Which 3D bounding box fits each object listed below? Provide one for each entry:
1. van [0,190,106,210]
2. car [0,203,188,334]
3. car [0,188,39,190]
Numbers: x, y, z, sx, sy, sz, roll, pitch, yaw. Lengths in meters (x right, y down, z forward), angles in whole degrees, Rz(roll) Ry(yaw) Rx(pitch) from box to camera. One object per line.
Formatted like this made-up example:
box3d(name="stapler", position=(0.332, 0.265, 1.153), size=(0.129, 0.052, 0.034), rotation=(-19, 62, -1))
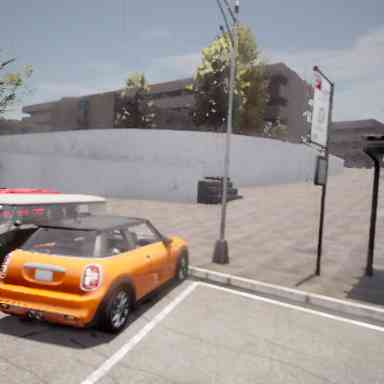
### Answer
box3d(name="van", position=(-4.018, 1.055, 8.777), size=(1.878, 1.987, 4.442), rotation=(3, 1, 17))
box3d(name="car", position=(-1.609, 1.284, 7.038), size=(2.185, 1.767, 4.553), rotation=(3, 0, 17))
box3d(name="car", position=(-6.393, 0.901, 10.665), size=(2.435, 2.045, 5.566), rotation=(3, 1, 17))
